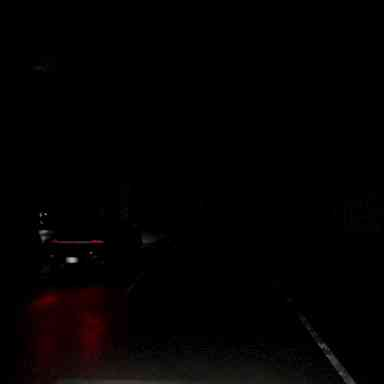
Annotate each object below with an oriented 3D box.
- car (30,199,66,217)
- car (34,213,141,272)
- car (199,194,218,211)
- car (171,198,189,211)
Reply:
[{"bbox_3d":[-9.608,1.353,21.818,2.097,1.767,4.553,0,0,3],"label":"car"},{"bbox_3d":[-2.917,1.498,10.800,2.128,1.511,4.902,0,0,3],"label":"car"},{"bbox_3d":[2.056,1.293,41.126,2.150,2.045,5.566,0,0,3],"label":"car"},{"bbox_3d":[-1.444,1.536,41.229,1.882,1.535,5.008,0,0,3],"label":"car"}]
